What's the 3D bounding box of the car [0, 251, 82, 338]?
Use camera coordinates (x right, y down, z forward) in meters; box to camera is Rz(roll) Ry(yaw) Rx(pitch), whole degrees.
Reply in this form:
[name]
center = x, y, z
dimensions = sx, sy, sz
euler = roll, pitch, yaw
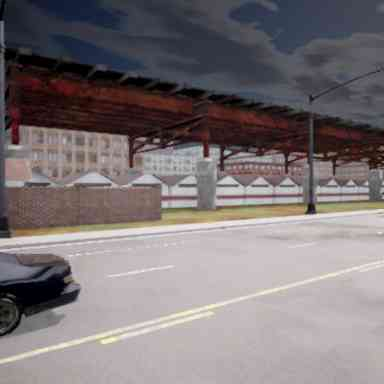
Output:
[car]
center = -4.547, 1.549, 5.024
dimensions = 5.357, 1.411, 2.033
euler = 0, 0, -35
